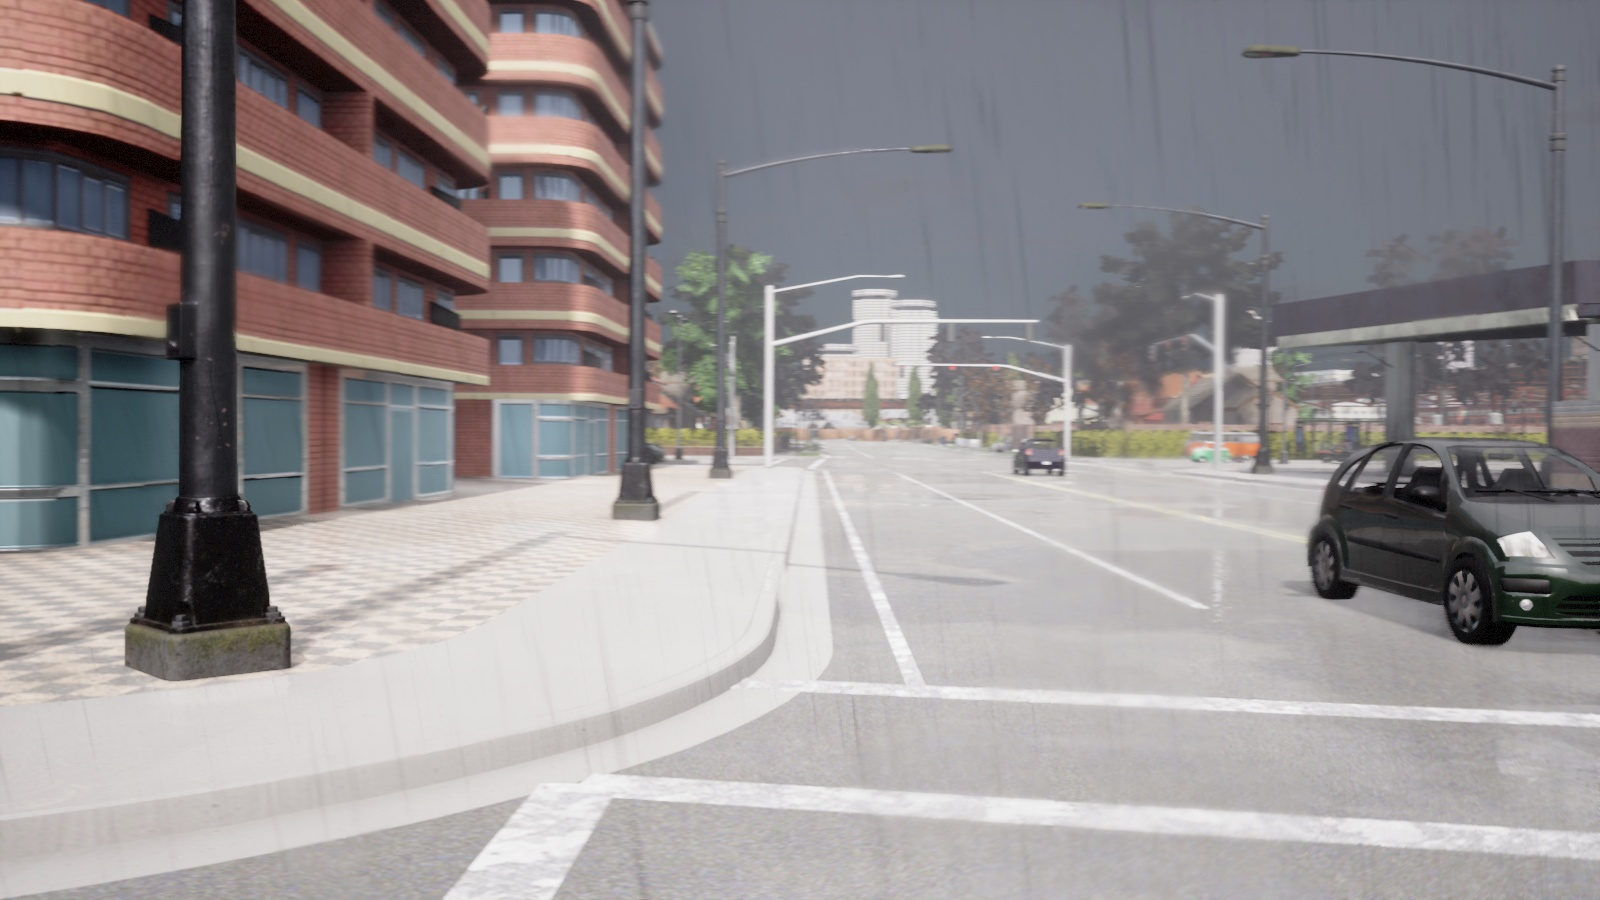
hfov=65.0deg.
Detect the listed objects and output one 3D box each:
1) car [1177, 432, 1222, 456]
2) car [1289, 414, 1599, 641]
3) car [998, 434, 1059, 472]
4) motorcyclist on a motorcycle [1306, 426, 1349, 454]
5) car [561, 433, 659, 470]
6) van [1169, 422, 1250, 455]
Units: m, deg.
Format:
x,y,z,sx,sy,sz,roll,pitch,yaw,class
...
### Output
x,y,z,sx,sy,sz,roll,pitch,yaw,class
23.729,-0.344,74.570,2.207,1.376,1.481,-1,1,1,car
5.995,0.523,11.000,1.851,1.617,3.988,-1,1,0,car
9.423,0.094,51.992,1.845,1.501,3.633,-1,1,0,car
32.738,-0.623,77.936,2.350,1.649,0.766,-1,1,1,motorcyclist on a motorcycle
-9.586,0.079,63.676,4.553,1.767,2.097,-1,1,2,car
25.435,-0.714,78.041,4.442,1.987,1.775,-1,1,1,van
